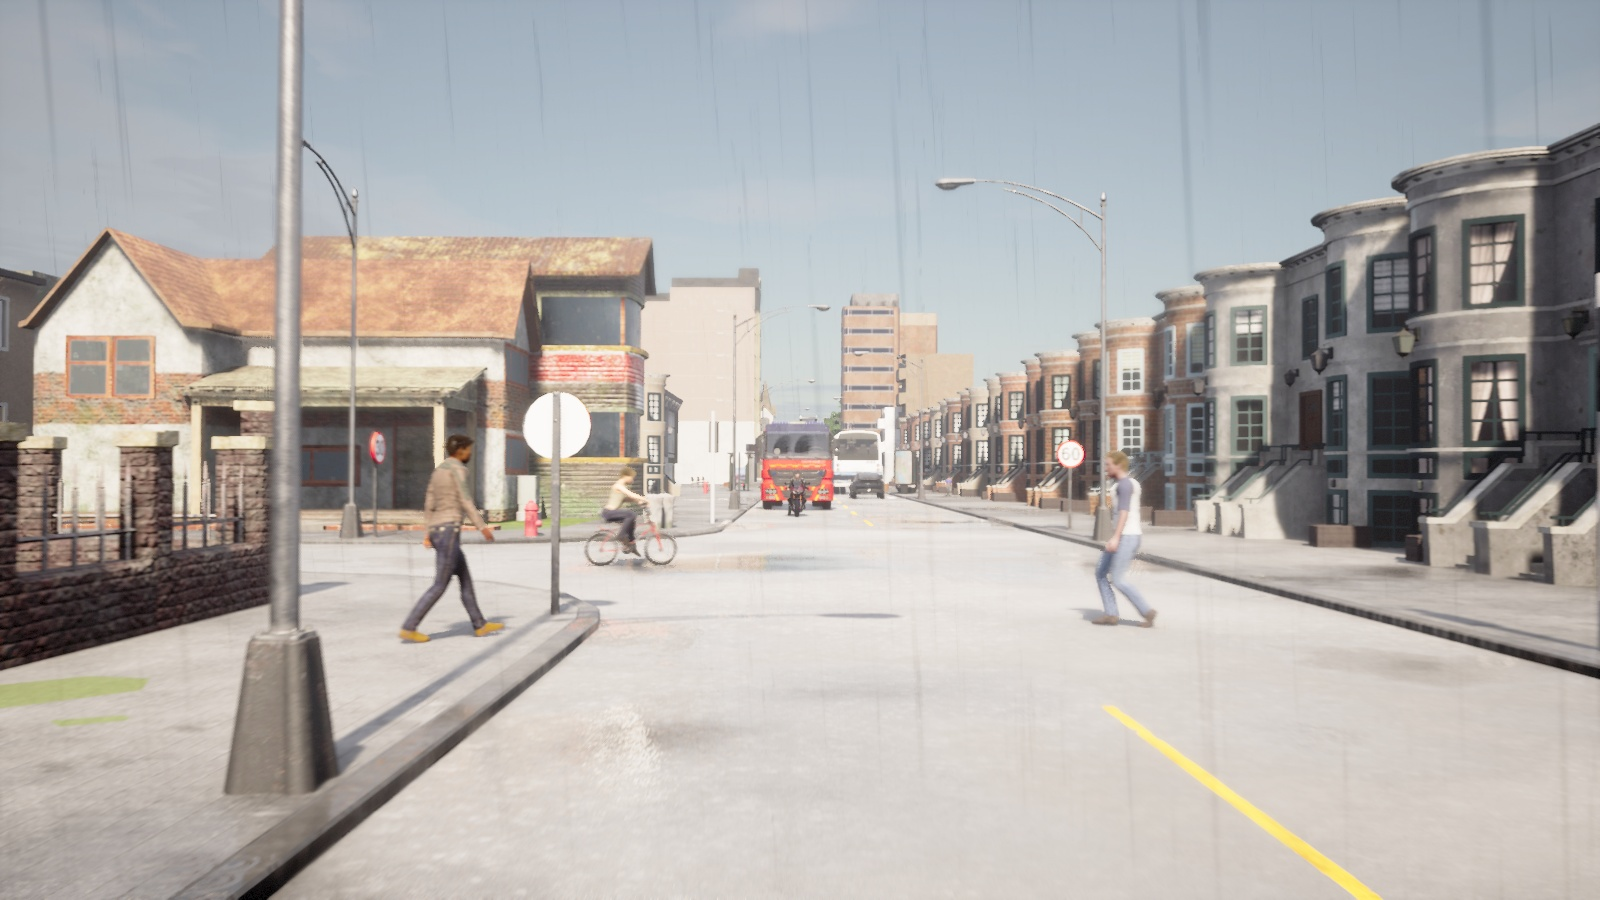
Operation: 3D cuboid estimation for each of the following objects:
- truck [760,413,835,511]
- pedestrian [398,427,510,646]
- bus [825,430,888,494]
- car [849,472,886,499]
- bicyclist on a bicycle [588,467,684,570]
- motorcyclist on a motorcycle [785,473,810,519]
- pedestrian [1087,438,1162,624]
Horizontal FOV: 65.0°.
[{"bbox_3d":[-0.104,0.545,53.430,2.891,3.827,8.468,0,-1,0],"label":"truck"},{"bbox_3d":[-2.957,0.716,10.757,0.869,1.805,0.328,0,-1,-35],"label":"pedestrian"},{"bbox_3d":[3.848,0.909,88.778,3.944,4.253,10.273,0,-1,0],"label":"bus"},{"bbox_3d":[3.875,2.024,72.874,1.837,1.490,4.892,0,-1,0],"label":"car"},{"bbox_3d":[-2.687,1.104,20.428,1.509,1.612,0.866,0,-2,-10],"label":"bicyclist on a bicycle"},{"bbox_3d":[-0.083,1.578,43.499,0.866,1.530,2.191,0,-1,0],"label":"motorcyclist on a motorcycle"},{"bbox_3d":[3.277,0.807,12.679,0.706,1.836,0.354,0,-1,15],"label":"pedestrian"}]
